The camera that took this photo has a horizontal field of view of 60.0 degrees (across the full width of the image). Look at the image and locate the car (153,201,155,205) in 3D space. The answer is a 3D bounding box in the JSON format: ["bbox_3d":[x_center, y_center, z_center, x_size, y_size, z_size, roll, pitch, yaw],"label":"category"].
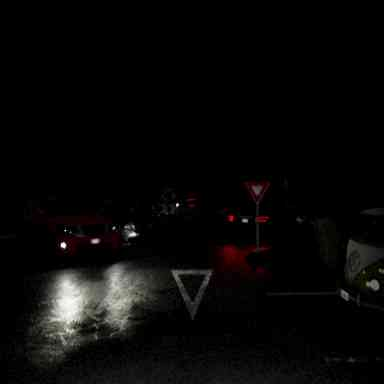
[{"bbox_3d":[-8.074,1.767,43.995,5.366,1.575,1.946,0,1,0],"label":"car"}]

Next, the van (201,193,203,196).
[{"bbox_3d":[4.728,1.311,71.655,4.442,1.987,1.878,0,0,0],"label":"van"}]

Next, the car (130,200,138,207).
[{"bbox_3d":[-8.297,1.902,35.668,4.792,1.488,2.163,0,1,0],"label":"car"}]

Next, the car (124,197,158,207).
[{"bbox_3d":[-8.435,1.631,55.220,5.366,1.575,1.946,0,1,0],"label":"car"}]

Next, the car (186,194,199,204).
[{"bbox_3d":[-0.148,1.591,64.206,1.837,1.490,4.892,0,0,1],"label":"car"}]

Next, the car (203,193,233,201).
[{"bbox_3d":[4.853,1.451,49.501,5.566,2.045,2.435,0,1,0],"label":"car"}]

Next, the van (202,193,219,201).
[{"bbox_3d":[4.976,1.250,88.401,4.442,1.987,1.878,0,0,0],"label":"van"}]

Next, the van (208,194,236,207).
[{"bbox_3d":[4.947,1.409,55.165,4.442,1.987,1.878,0,1,0],"label":"van"}]

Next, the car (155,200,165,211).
[{"bbox_3d":[-3.811,1.760,46.672,1.837,1.490,4.892,0,1,0],"label":"car"}]

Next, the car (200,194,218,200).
[{"bbox_3d":[4.858,1.456,93.817,5.008,1.535,2.097,0,0,0],"label":"car"}]

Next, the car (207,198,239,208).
[{"bbox_3d":[4.799,1.697,52.274,4.792,1.488,2.163,0,1,0],"label":"car"}]

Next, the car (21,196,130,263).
[{"bbox_3d":[-4.757,1.172,12.497,2.150,2.045,5.566,1,-1,-39],"label":"car"}]

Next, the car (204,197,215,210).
[{"bbox_3d":[4.634,1.767,43.965,5.366,1.575,1.946,0,1,0],"label":"car"}]

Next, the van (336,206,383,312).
[{"bbox_3d":[4.924,1.229,5.911,4.442,1.987,1.878,-1,0,0],"label":"van"}]

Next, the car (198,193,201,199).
[{"bbox_3d":[4.821,1.265,77.194,5.566,2.045,2.435,0,0,0],"label":"car"}]

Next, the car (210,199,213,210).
[{"bbox_3d":[4.786,1.868,38.426,4.792,1.488,2.163,0,1,0],"label":"car"}]

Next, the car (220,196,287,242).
[{"bbox_3d":[3.572,1.392,17.649,2.150,2.045,5.566,0,0,25],"label":"car"}]

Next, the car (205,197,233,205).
[{"bbox_3d":[4.864,1.615,60.578,4.792,1.488,2.163,0,0,0],"label":"car"}]

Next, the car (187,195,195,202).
[{"bbox_3d":[-0.193,1.357,74.362,1.882,1.535,5.008,0,0,0],"label":"car"}]

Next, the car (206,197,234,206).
[{"bbox_3d":[4.861,1.636,57.938,4.792,1.488,2.163,0,1,0],"label":"car"}]

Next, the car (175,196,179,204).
[{"bbox_3d":[-3.701,1.588,68.321,1.837,1.490,4.892,0,0,0],"label":"car"}]

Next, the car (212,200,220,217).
[{"bbox_3d":[4.805,1.905,33.009,5.008,1.535,2.097,0,1,0],"label":"car"}]

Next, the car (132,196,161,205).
[{"bbox_3d":[-8.251,1.586,60.640,4.892,1.521,2.231,0,1,0],"label":"car"}]

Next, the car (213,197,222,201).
[{"bbox_3d":[4.844,1.745,35.778,4.553,1.767,2.185,0,1,0],"label":"car"}]

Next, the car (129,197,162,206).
[{"bbox_3d":[-8.062,1.604,57.873,5.366,1.575,1.946,0,1,0],"label":"car"}]

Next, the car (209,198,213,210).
[{"bbox_3d":[4.815,1.844,41.196,4.674,1.452,2.002,0,1,0],"label":"car"}]

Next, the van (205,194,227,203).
[{"bbox_3d":[4.958,1.321,68.884,4.442,1.987,1.878,0,0,0],"label":"van"}]

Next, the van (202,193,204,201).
[{"bbox_3d":[4.729,1.344,63.328,4.442,1.987,1.878,0,0,0],"label":"van"}]

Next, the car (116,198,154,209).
[{"bbox_3d":[-8.440,1.698,49.547,5.366,1.575,1.946,0,1,0],"label":"car"}]

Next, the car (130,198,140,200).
[{"bbox_3d":[-8.259,1.838,38.444,5.008,1.535,2.097,0,1,0],"label":"car"}]
